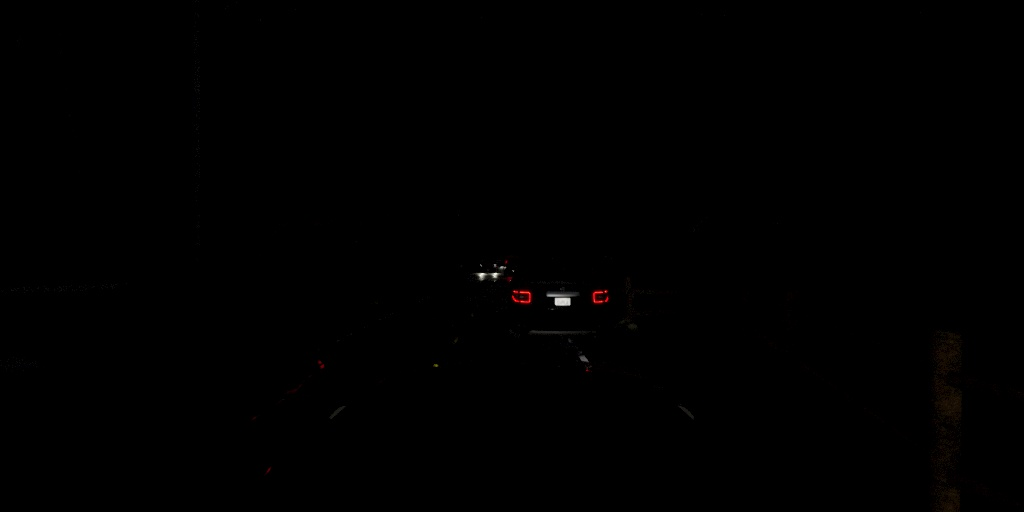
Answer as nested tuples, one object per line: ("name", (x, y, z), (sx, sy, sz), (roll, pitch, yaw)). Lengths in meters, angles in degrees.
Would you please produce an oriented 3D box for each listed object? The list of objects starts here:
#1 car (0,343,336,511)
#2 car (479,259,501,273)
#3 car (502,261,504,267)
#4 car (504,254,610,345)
("car", (-2.846, 1.314, 2.087), (1.994, 1.385, 4.181), (0, 0, 0))
("car", (-2.783, 1.110, 43.585), (2.097, 1.767, 4.553), (0, 0, 0))
("car", (0.136, 1.260, 38.780), (1.837, 1.490, 4.892), (0, 0, 0))
("car", (0.978, 0.972, 9.582), (2.150, 2.045, 5.566), (0, 0, 0))
